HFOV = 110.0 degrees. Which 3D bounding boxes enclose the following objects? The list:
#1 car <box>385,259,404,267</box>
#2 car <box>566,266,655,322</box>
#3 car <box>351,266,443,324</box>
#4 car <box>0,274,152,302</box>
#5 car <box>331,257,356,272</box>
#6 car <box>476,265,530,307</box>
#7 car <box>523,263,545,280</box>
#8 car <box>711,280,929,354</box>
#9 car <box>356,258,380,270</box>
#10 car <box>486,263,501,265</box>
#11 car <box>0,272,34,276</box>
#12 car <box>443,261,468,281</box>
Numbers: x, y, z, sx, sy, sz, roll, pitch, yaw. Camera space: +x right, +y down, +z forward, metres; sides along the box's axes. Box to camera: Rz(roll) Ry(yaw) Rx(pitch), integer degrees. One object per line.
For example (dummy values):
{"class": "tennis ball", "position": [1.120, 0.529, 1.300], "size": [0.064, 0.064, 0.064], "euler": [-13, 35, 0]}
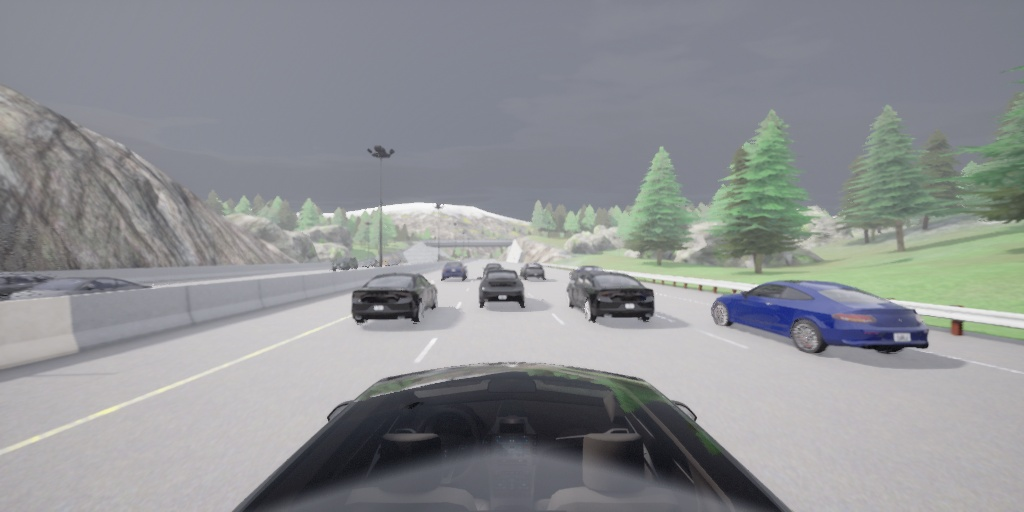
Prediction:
{"class": "car", "position": [-17.279, 1.197, 52.902], "size": [1.837, 1.490, 4.892], "euler": [0, 0, -4]}
{"class": "car", "position": [3.202, 1.274, 12.592], "size": [1.882, 1.535, 5.008], "euler": [0, 0, -3]}
{"class": "car", "position": [-3.790, 1.289, 12.333], "size": [1.882, 1.535, 5.008], "euler": [0, 0, -3]}
{"class": "car", "position": [-14.460, 1.398, 11.932], "size": [1.994, 1.385, 4.181], "euler": [0, 0, -3]}
{"class": "car", "position": [-24.259, 1.190, 52.361], "size": [2.150, 2.045, 5.566], "euler": [0, 0, -4]}
{"class": "car", "position": [-0.496, 1.326, 15.888], "size": [1.837, 1.490, 4.892], "euler": [0, 0, -3]}
{"class": "car", "position": [1.842, 1.391, 32.733], "size": [2.128, 1.511, 4.902], "euler": [0, 0, -4]}
{"class": "car", "position": [6.878, 1.295, 8.697], "size": [1.812, 1.442, 4.674], "euler": [0, 0, -2]}
{"class": "car", "position": [-20.770, 1.165, 52.646], "size": [1.837, 1.490, 4.892], "euler": [0, 0, -4]}
{"class": "car", "position": [-1.694, 1.414, 33.104], "size": [1.837, 1.490, 4.892], "euler": [0, 0, -4]}
{"class": "car", "position": [-17.967, 1.334, 12.070], "size": [2.128, 1.511, 4.902], "euler": [0, 0, -3]}
{"class": "car", "position": [-5.199, 1.269, 33.027], "size": [2.097, 1.767, 4.553], "euler": [0, 0, -4]}
